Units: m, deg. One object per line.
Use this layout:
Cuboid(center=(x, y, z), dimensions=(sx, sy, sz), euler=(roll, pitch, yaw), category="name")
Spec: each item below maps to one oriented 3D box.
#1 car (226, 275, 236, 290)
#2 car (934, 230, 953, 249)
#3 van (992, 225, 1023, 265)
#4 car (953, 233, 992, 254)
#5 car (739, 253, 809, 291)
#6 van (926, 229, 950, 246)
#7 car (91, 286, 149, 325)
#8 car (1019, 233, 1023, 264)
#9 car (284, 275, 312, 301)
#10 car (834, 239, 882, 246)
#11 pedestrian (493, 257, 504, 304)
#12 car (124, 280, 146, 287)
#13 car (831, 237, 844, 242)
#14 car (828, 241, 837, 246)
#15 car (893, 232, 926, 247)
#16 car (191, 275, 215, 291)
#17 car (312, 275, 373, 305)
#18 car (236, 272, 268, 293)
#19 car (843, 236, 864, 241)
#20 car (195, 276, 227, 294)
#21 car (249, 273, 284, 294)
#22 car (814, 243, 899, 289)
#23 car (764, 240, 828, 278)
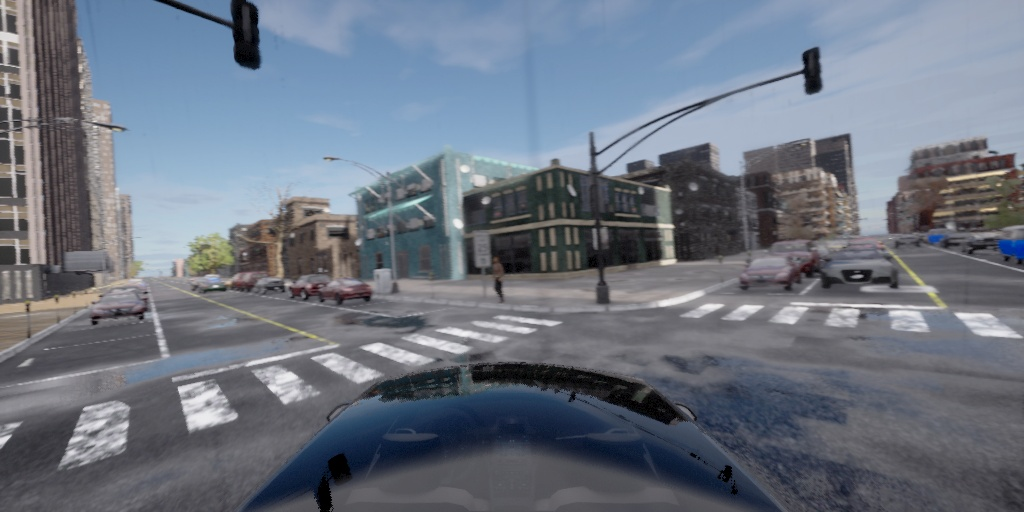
Cuboid(center=(-28.784, 2.745, 38.735), dimensions=(5.009, 1.841, 2.192), euler=(0, 0, 44), category="car")
Cuboid(center=(40.380, -1.400, 32.577), dimensions=(4.313, 1.339, 1.948), euler=(0, 0, -45), category="car")
Cuboid(center=(24.674, -0.590, 16.916), dimensions=(3.998, 1.789, 1.690), euler=(0, 0, -45), category="van")
Cuboid(center=(32.527, -0.898, 24.747), dimensions=(4.403, 1.370, 2.007), euler=(0, 0, -45), category="car")
Cuboid(center=(10.926, 0.626, 15.024), dimensions=(4.207, 1.307, 1.802), euler=(0, 0, -45), category="car")
Cuboid(center=(48.233, -2.142, 40.407), dimensions=(3.998, 1.789, 1.690), euler=(0, 0, -45), category="van")
Cuboid(center=(-18.790, 2.416, 17.234), dimensions=(4.207, 1.307, 1.802), euler=(0, 0, 44), category="car")
Cuboid(center=(20.867, -0.147, 13.120), dimensions=(4.829, 1.417, 1.751), euler=(0, 0, -45), category="car")
Cuboid(center=(-12.943, 1.930, 23.228), dimensions=(4.097, 1.591, 1.967), euler=(0, 0, 44), category="car")
Cuboid(center=(20.391, -0.039, 20.861), dimensions=(4.181, 1.385, 1.994), euler=(-4, 0, -45), category="car")
Cuboid(center=(-0.515, 0.882, 13.641), dimensions=(0.375, 1.860, 0.375), euler=(-4, -1, 44), category="pedestrian")
Cuboid(center=(-22.749, 2.510, 21.110), dimensions=(4.097, 1.591, 1.967), euler=(0, 0, 44), category="car")
Cuboid(center=(34.364, -0.983, 38.396), dimensions=(4.829, 1.417, 1.751), euler=(0, 0, -45), category="car")
Cuboid(center=(22.705, -0.182, 26.770), dimensions=(4.403, 1.370, 2.007), euler=(0, 0, -45), category="car")
Cuboid(center=(43.960, -1.689, 39.989), dimensions=(4.902, 1.511, 2.128), euler=(-4, 0, -45), category="car")
Cuboid(center=(-38.505, 3.524, 44.580), dimensions=(4.674, 1.442, 1.812), euler=(-3, 0, 44), category="car")
Cuboid(center=(-8.981, 1.834, 19.350), dimensions=(4.207, 1.307, 1.802), euler=(0, 0, 44), category="car")
Cuboid(center=(-24.821, 2.512, 34.856), dimensions=(5.009, 1.841, 2.192), euler=(0, 0, 44), category="car")
Cuboid(center=(27.502, -0.594, 27.945), dimensions=(5.008, 1.535, 1.882), euler=(-4, 0, -45), category="car")
Cuboid(center=(-31.398, 3.147, 37.634), dimensions=(4.181, 1.385, 1.994), euler=(-3, 0, 44), category="car")
Cuboid(center=(-20.862, 2.513, 30.980), dimensions=(4.403, 1.370, 2.007), euler=(0, 0, 44), category="car")
Cuboid(center=(13.283, 0.430, 13.773), dimensions=(4.181, 1.385, 1.994), euler=(-4, 0, -45), category="car")
Cuboid(center=(14.852, 0.099, 18.939), dimensions=(5.009, 1.841, 2.192), euler=(0, 0, -45), category="car")
